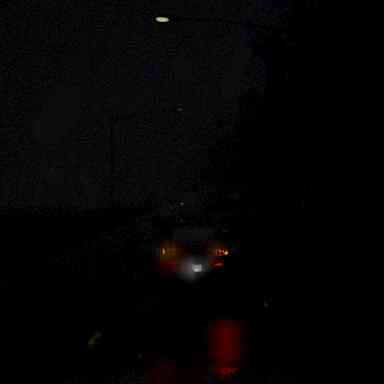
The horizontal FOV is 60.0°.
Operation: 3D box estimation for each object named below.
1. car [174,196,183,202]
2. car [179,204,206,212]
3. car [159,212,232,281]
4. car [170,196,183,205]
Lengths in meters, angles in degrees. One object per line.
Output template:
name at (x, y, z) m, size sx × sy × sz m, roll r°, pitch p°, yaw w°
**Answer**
car at (-2.943, 1.635, 75.425) m, size 1.895 × 1.301 × 4.718 m, roll 0°, pitch 0°, yaw 0°
car at (0.086, 1.634, 20.318) m, size 1.895 × 1.301 × 4.718 m, roll 0°, pitch 0°, yaw 0°
car at (0.103, 1.542, 9.790) m, size 1.812 × 1.442 × 4.674 m, roll 0°, pitch 0°, yaw 1°
car at (-2.990, 1.640, 60.234) m, size 2.033 × 1.411 × 5.357 m, roll 0°, pitch 0°, yaw 1°
